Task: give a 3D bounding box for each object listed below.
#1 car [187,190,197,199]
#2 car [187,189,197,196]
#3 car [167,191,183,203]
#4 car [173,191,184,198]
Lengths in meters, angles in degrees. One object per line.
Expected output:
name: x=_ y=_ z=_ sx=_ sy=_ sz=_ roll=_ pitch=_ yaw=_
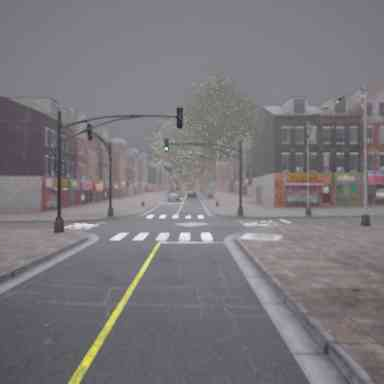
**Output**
car: x=-0.002 y=0.487 z=65.085 sx=1.882 sy=1.535 sz=5.008 roll=0 pitch=1 yaw=0
car: x=-0.003 y=0.151 z=75.507 sx=1.994 sy=1.385 sz=4.181 roll=0 pitch=1 yaw=0
car: x=-2.829 y=0.852 z=51.937 sx=1.812 sy=1.442 sz=4.674 roll=0 pitch=1 yaw=0
car: x=-2.755 y=0.495 z=67.661 sx=1.994 sy=1.385 sz=4.181 roll=0 pitch=1 yaw=0
